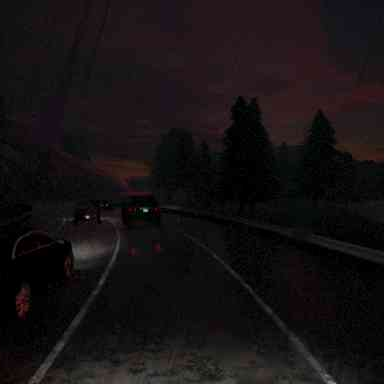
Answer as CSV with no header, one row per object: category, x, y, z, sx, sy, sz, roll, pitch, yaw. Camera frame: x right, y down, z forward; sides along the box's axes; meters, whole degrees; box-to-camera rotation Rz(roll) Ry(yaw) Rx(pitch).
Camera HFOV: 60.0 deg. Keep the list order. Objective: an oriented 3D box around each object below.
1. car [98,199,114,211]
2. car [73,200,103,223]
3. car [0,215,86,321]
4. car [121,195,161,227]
car,-11.105,1.603,40.863,2.033,1.411,5.357,0,0,-29
car,-8.020,1.564,25.386,1.812,1.442,4.674,0,0,-18
car,-4.008,1.508,7.196,2.128,1.511,4.902,0,0,-5
car,-3.654,1.246,23.304,2.150,2.045,5.566,0,0,-17
